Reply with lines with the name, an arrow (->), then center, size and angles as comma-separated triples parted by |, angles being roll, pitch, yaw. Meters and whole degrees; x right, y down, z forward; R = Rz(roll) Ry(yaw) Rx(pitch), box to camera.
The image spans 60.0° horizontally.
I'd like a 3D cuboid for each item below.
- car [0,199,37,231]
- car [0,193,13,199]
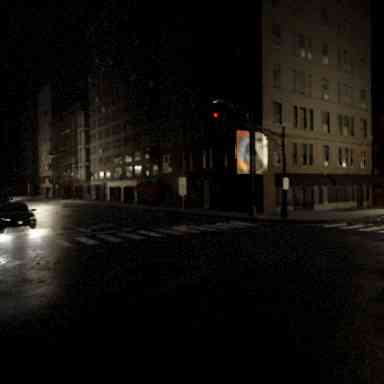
car -> -10.716, 1.400, 20.007 | 1.837, 1.490, 4.892 | -2, 1, -36
car -> -16.773, 1.084, 28.447 | 2.150, 2.045, 5.566 | -2, 1, -35
